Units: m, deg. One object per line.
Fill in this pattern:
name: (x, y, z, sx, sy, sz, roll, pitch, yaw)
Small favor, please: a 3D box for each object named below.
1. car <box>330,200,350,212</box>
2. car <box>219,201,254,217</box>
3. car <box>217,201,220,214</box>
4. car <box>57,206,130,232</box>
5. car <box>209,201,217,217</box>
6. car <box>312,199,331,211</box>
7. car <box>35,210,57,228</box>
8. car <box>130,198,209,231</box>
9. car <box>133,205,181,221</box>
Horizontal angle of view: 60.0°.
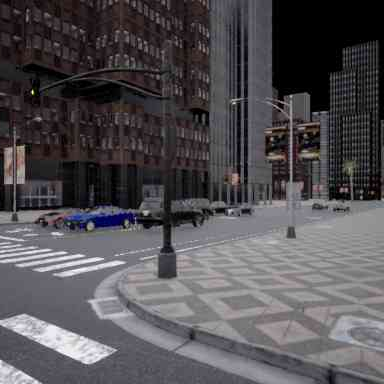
car: (24.183, 2.430, 53.678, 2.033, 1.411, 5.357, 0, -1, 34)
car: (5.612, 2.027, 38.935, 2.128, 1.511, 4.902, 0, -1, 35)
car: (2.542, 1.873, 40.226, 2.097, 1.767, 4.553, 0, -1, 35)
car: (-6.086, 1.718, 22.350, 1.882, 1.535, 5.008, 0, -1, 35)
car: (-0.312, 1.607, 30.543, 2.150, 2.045, 5.566, 0, -1, 35)
car: (21.533, 2.383, 55.576, 1.837, 1.490, 4.892, 0, -1, 35)
car: (-8.951, 1.795, 23.922, 1.994, 1.385, 4.181, 0, -1, 36)
car: (-1.369, 1.514, 23.075, 2.150, 2.045, 5.566, 0, -1, 35)
car: (-3.281, 1.974, 31.975, 1.895, 1.301, 4.718, 0, -1, 35)
